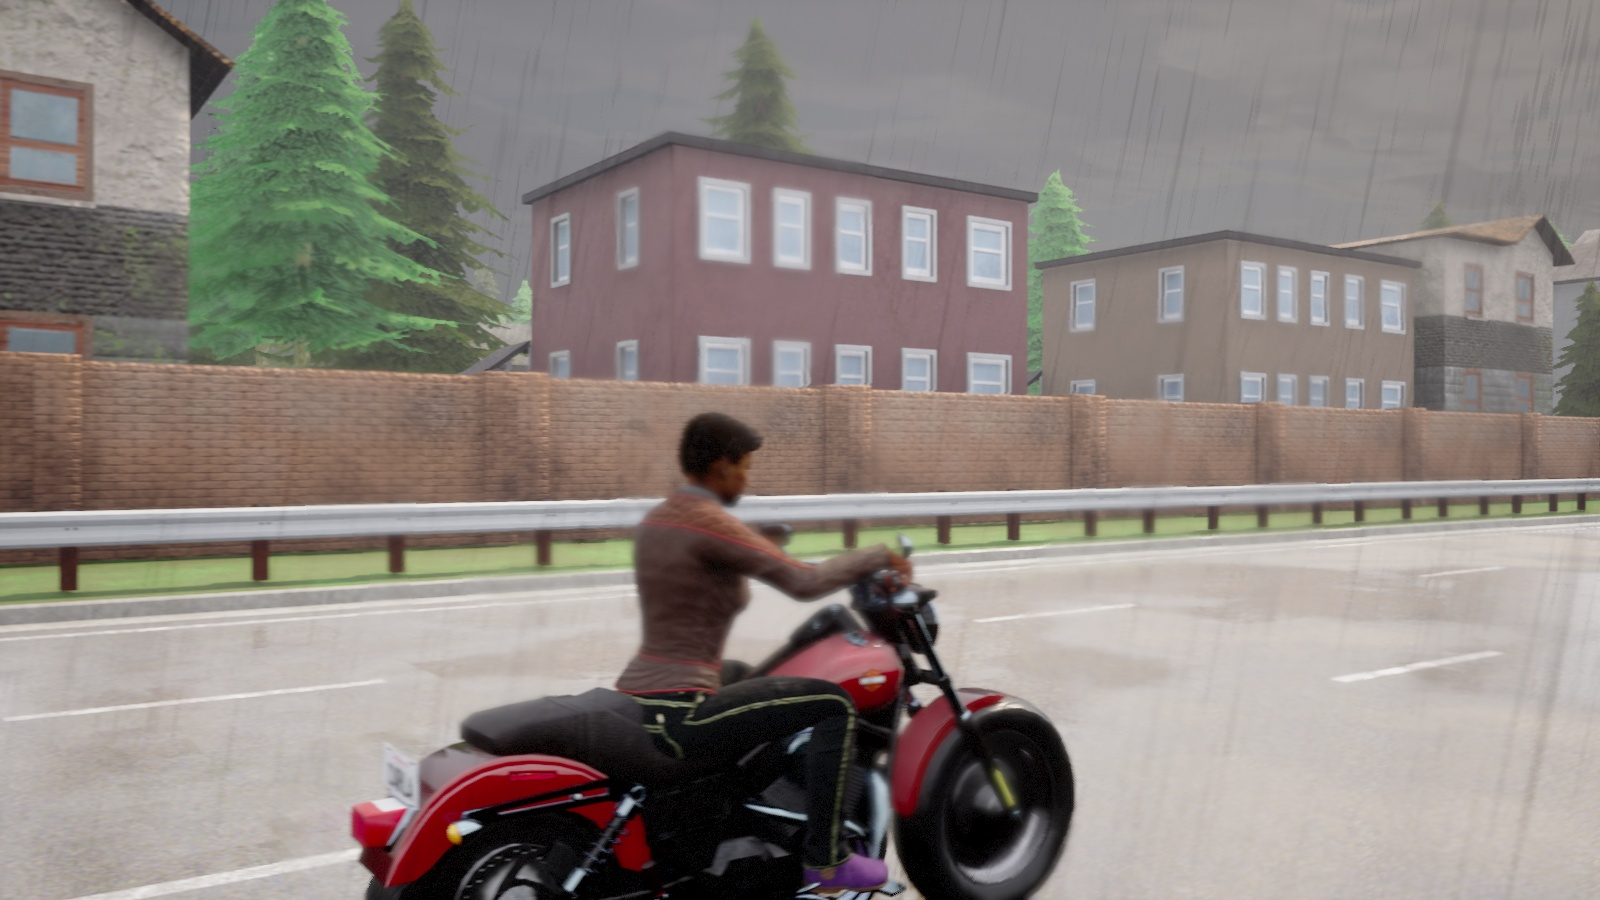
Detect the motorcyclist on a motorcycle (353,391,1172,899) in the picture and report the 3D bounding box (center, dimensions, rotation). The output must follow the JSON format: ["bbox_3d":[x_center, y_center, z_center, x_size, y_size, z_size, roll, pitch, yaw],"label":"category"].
[{"bbox_3d":[0.008,0.704,3.664,2.350,1.649,0.766,0,0,-35],"label":"motorcyclist on a motorcycle"}]
